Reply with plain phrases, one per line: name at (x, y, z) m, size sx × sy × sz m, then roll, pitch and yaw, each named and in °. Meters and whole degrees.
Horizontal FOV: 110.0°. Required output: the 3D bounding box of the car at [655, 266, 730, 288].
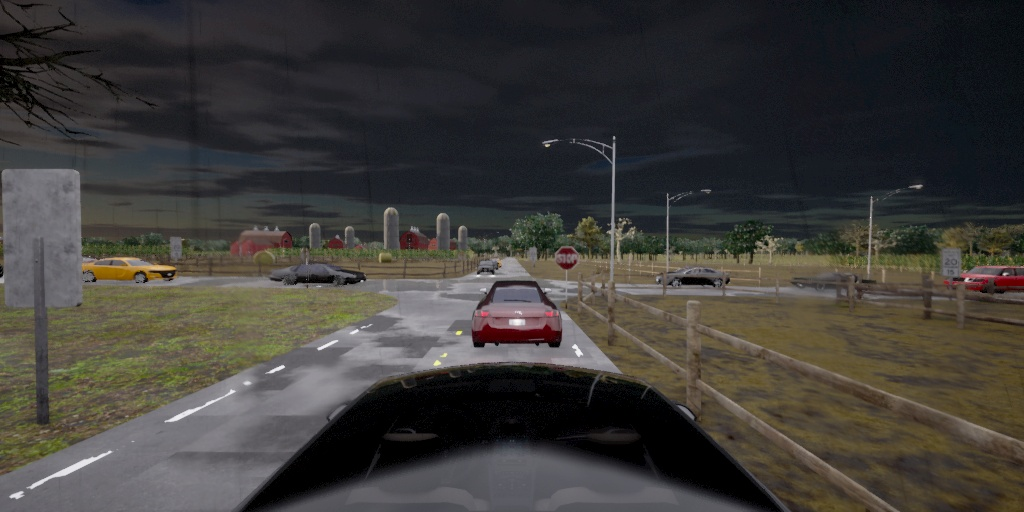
car at (12.755, 1.486, 25.420) m, size 4.902 × 1.511 × 2.128 m, roll 1°, pitch 1°, yaw 0°

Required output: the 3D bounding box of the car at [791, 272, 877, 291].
car at (22.719, 1.811, 25.480) m, size 4.718 × 1.301 × 1.895 m, roll 1°, pitch 1°, yaw 0°

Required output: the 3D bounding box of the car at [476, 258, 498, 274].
car at (-2.801, 1.224, 39.631) m, size 1.837 × 1.490 × 4.892 m, roll 0°, pitch 0°, yaw -1°

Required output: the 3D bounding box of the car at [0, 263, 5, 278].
car at (-34.613, 0.568, 22.203) m, size 4.553 × 1.767 × 2.097 m, roll 1°, pitch 1°, yaw 0°

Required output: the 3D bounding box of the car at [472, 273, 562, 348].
car at (0.099, 1.311, 9.267) m, size 1.994 × 1.385 × 4.181 m, roll 0°, pitch 0°, yaw 0°

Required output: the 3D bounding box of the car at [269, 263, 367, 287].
car at (-12.002, 1.123, 22.325) m, size 5.357 × 1.411 × 2.033 m, roll 1°, pitch 1°, yaw 0°

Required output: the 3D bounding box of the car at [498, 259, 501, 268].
car at (-2.833, 1.194, 49.763) m, size 2.128 × 1.511 × 4.902 m, roll 0°, pitch 0°, yaw 0°

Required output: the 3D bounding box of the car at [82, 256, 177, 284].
car at (-23.769, 0.857, 22.258) m, size 5.008 × 1.535 × 1.882 m, roll 1°, pitch 1°, yaw 0°

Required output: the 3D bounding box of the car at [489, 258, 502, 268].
car at (-2.791, 1.161, 59.894) m, size 1.882 × 1.535 × 5.008 m, roll 0°, pitch 0°, yaw 1°

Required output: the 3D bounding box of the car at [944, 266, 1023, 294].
car at (34.439, 1.709, 25.534) m, size 5.566 × 2.045 × 2.150 m, roll 1°, pitch 1°, yaw 0°

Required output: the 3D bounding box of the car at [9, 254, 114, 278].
car at (-31.466, 0.694, 25.164) m, size 5.008 × 1.535 × 1.882 m, roll 1°, pitch 1°, yaw 0°
